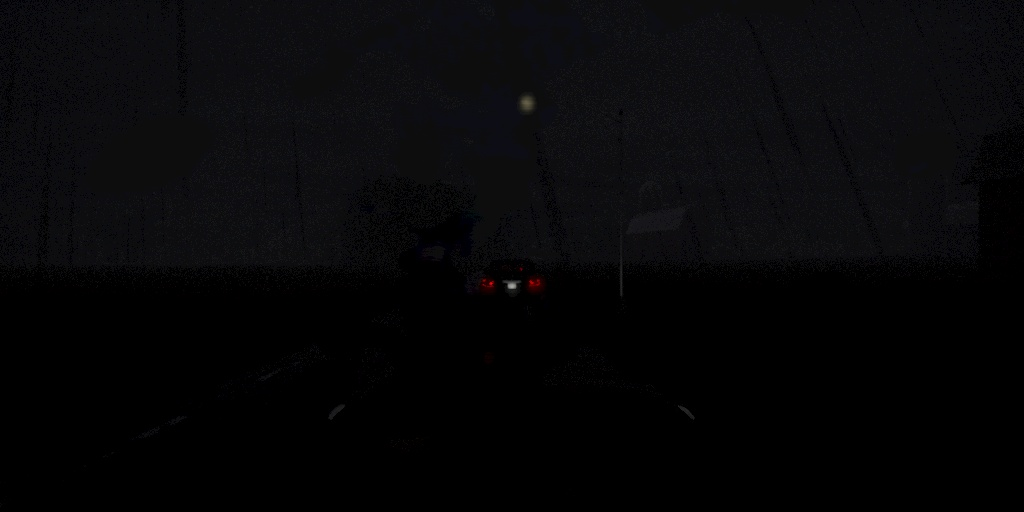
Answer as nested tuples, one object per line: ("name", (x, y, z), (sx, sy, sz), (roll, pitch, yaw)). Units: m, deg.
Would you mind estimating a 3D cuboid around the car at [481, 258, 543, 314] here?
("car", (0.012, 1.083, 14.411), (2.150, 2.045, 5.566), (0, 0, 0))
